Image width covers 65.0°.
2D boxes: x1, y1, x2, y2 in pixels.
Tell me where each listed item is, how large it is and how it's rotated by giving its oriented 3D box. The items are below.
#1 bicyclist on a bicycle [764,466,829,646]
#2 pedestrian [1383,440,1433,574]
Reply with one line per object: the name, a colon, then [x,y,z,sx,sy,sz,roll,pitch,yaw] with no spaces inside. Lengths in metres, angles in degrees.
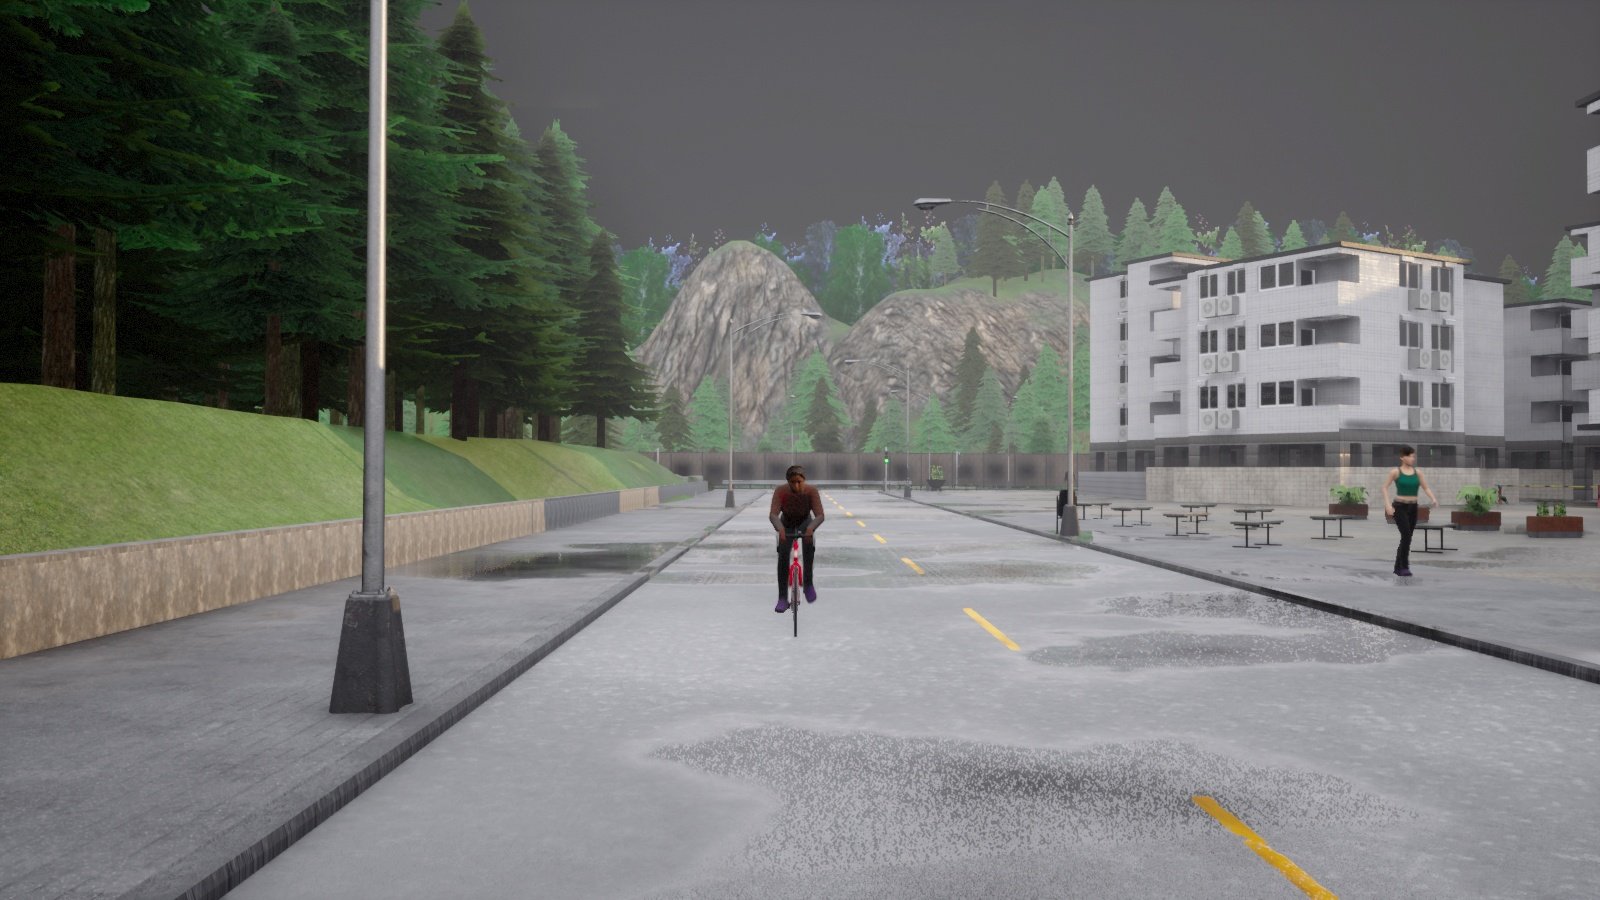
bicyclist on a bicycle: [-0.033,0.972,12.190,0.582,1.620,1.656,0,-1,0]
pedestrian: [8.453,0.783,17.468,0.345,1.836,0.594,0,-1,-5]
